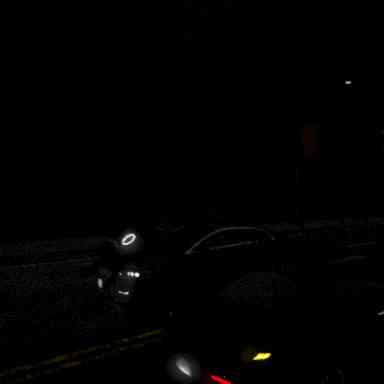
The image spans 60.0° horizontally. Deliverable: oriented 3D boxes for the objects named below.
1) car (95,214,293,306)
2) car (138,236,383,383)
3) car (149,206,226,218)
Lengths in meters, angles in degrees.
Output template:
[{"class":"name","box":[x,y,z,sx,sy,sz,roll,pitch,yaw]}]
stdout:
[{"class":"car","box":[0.325,1.452,7.640,4.902,1.511,2.128,0,0,-33]},{"class":"car","box":[1.835,1.494,4.516,4.674,1.442,1.812,0,0,-34]},{"class":"car","box":[-0.597,1.303,10.900,4.553,1.767,2.097,0,0,-32]}]
